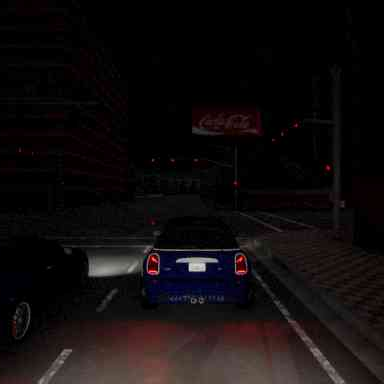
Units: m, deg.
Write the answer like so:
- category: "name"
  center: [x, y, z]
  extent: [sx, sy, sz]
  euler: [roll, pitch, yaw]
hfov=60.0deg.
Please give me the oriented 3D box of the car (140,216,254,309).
- category: "car"
  center: [0.089, 1.352, 8.018]
  extent: [2.097, 1.767, 4.553]
  euler: [0, 0, 0]

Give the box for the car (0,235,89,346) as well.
- category: "car"
  center: [-3.418, 1.526, 6.224]
  extent: [1.812, 1.442, 4.674]
  euler: [0, 0, 0]
